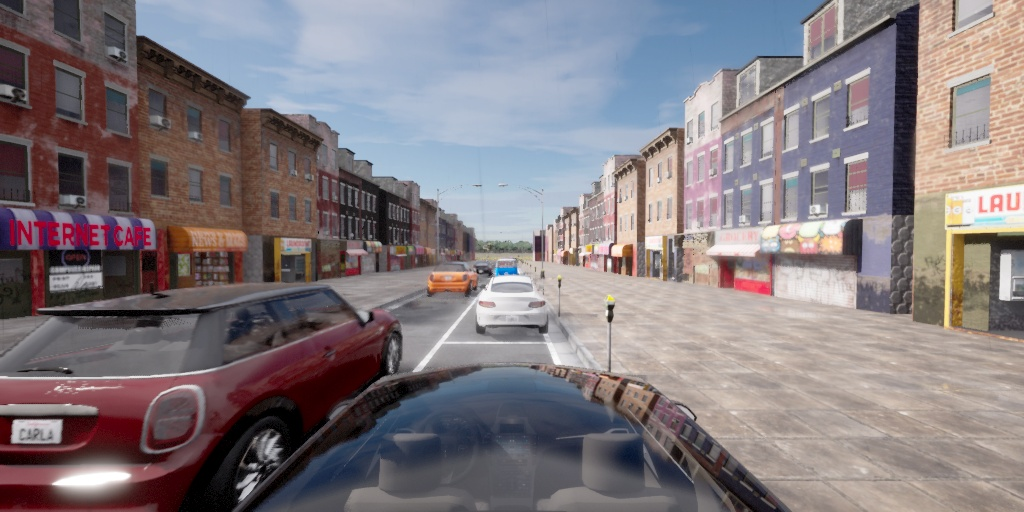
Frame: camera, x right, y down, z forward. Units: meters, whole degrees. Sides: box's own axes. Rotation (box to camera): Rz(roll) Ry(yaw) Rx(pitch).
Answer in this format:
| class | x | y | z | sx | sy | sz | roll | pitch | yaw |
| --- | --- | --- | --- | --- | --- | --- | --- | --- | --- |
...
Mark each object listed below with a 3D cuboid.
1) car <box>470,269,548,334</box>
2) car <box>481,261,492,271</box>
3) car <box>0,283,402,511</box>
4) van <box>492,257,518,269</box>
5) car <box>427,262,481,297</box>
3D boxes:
| class | x | y | z | sx | sy | sz | roll | pitch | yaw |
| --- | --- | --- | --- | --- | --- | --- | --- | --- | --- |
| car | 0.003 | 1.272 | 10.502 | 1.812 | 1.442 | 4.674 | 0 | 0 | 0 |
| car | -2.923 | 1.263 | 35.895 | 1.812 | 1.442 | 4.674 | 0 | 0 | 0 |
| car | -2.927 | 1.101 | 4.336 | 2.097 | 1.767 | 4.553 | 0 | 0 | 0 |
| van | -0.383 | 1.081 | 27.392 | 1.690 | 1.789 | 3.998 | 0 | 0 | 0 |
| car | -3.019 | 1.094 | 19.069 | 2.097 | 1.767 | 4.553 | 0 | 0 | 0 |
